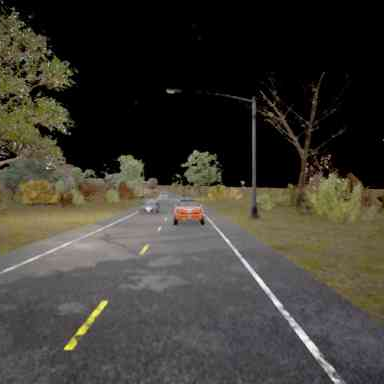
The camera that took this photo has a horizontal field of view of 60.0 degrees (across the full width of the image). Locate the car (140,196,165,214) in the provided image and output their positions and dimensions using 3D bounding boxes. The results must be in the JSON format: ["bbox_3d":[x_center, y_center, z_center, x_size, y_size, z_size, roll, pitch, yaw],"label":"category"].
[{"bbox_3d":[-4.231,1.463,34.167,2.128,1.511,4.902,0,0,-2],"label":"car"}]

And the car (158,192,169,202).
[{"bbox_3d":[-6.381,1.067,74.464,2.150,2.045,5.566,0,0,-4],"label":"car"}]

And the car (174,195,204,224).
[{"bbox_3d":[-0.250,1.334,24.728,2.097,1.767,4.553,0,0,-1],"label":"car"}]

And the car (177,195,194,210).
[{"bbox_3d":[-0.852,1.307,42.093,2.097,1.767,4.553,0,0,-2],"label":"car"}]
